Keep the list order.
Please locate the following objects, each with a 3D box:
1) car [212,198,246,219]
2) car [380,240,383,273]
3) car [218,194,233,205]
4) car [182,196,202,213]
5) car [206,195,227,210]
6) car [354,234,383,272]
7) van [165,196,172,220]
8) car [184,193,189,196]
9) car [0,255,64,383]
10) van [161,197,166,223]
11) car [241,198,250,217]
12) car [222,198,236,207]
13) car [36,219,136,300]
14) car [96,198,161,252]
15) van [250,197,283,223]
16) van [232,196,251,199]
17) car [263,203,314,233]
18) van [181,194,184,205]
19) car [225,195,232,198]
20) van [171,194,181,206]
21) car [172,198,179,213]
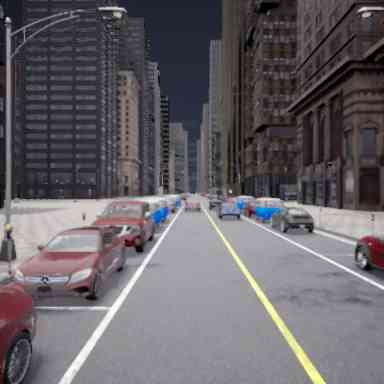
[{"bbox_3d":[3.128,1.565,29.248,2.033,1.411,5.357,0,0,0],"label":"car"},{"bbox_3d":[3.837,1.514,2.642,1.837,1.490,4.892,0,0,0],"label":"car"},{"bbox_3d":[5.887,1.360,59.390,2.192,1.841,5.009,0,0,0],"label":"car"},{"bbox_3d":[0.080,1.544,38.077,1.812,1.442,4.674,0,0,0],"label":"car"},{"bbox_3d":[3.112,1.534,43.022,1.837,1.490,4.892,0,1,1],"label":"car"},{"bbox_3d":[5.775,1.453,8.291,1.967,1.590,4.097,0,0,0],"label":"car"},{"bbox_3d":[-2.713,1.347,25.334,1.690,1.788,3.998,0,0,0],"label":"van"},{"bbox_3d":[-2.567,1.376,92.013,2.192,1.841,5.009,0,0,0],"label":"car"},{"bbox_3d":[-2.763,1.578,2.625,1.802,1.307,4.206,0,0,0],"label":"car"},{"bbox_3d":[-2.725,1.344,19.657,1.690,1.788,3.998,0,0,0],"label":"van"},{"bbox_3d":[5.825,1.569,31.002,1.887,1.381,4.507,0,0,0],"label":"car"},{"bbox_3d":[5.874,1.622,53.713,1.802,1.307,4.206,0,0,0],"label":"car"},{"bbox_3d":[-2.750,1.580,8.302,1.802,1.307,4.206,0,0,0],"label":"car"},{"bbox_3d":[-2.738,1.315,13.979,2.192,1.841,5.009,0,0,0],"label":"car"},{"bbox_3d":[5.812,1.362,25.325,1.690,1.788,3.998,0,0,0],"label":"van"},{"bbox_3d":[5.837,1.368,36.680,1.690,1.788,3.998,0,0,0],"label":"van"},{"bbox_3d":[5.800,1.568,19.647,2.008,1.369,4.403,0,0,0],"label":"car"},{"bbox_3d":[-2.651,1.366,53.721,1.690,1.788,3.998,0,0,0],"label":"van"},{"bbox_3d":[5.862,1.476,48.035,1.967,1.590,4.097,0,0,0],"label":"car"},{"bbox_3d":[-2.676,1.358,42.367,1.690,1.788,3.998,0,0,0],"label":"van"},{"bbox_3d":[-2.688,1.594,36.689,1.802,1.307,4.206,0,0,0],"label":"car"}]
